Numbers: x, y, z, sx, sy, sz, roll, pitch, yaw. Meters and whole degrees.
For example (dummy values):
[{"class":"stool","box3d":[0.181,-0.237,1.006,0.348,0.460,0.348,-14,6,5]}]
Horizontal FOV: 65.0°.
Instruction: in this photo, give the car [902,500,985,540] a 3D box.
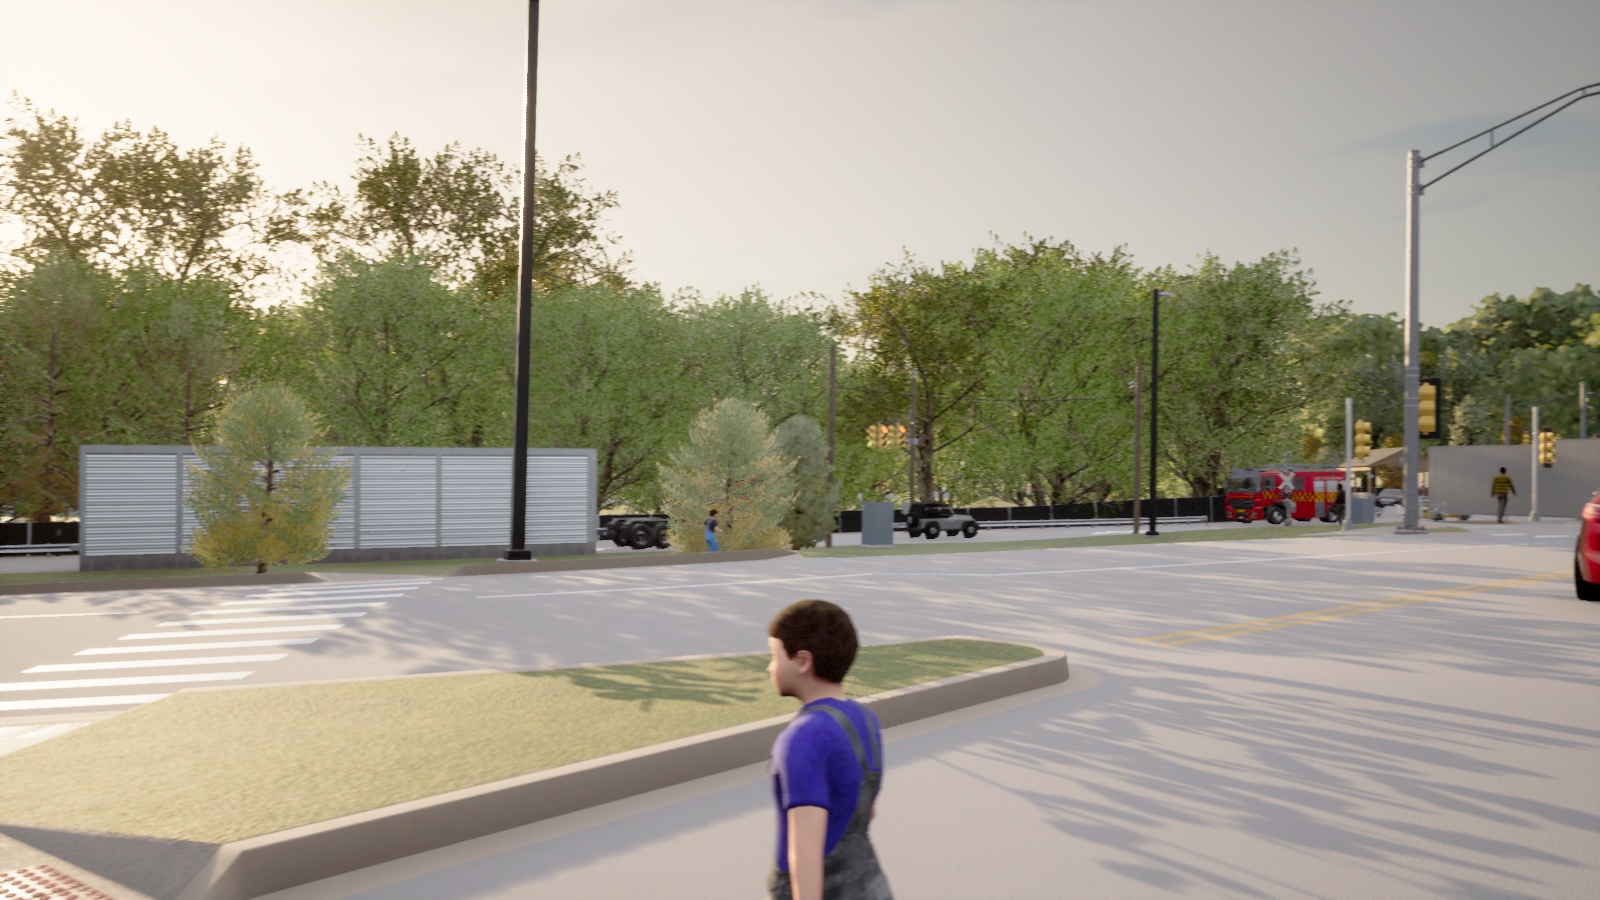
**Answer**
[{"class":"car","box3d":[7.409,3.587,64.936,3.866,1.878,1.905,0,-1,-27]}]

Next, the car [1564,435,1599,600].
[{"class":"car","box3d":[10.126,0.684,14.012,2.242,1.667,4.611,-1,-1,37]}]

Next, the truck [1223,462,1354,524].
[{"class":"truck","box3d":[31.457,2.695,80.854,8.468,3.827,2.891,0,-1,-27]}]

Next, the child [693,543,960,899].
[{"class":"child","box3d":[0.046,0.826,2.455,0.437,1.263,0.270,0,-2,37]}]

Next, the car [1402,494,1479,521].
[{"class":"car","box3d":[42.039,3.738,82.426,5.366,1.575,1.801,0,0,-29]}]

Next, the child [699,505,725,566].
[{"class":"child","box3d":[-1.862,1.799,26.562,0.437,1.263,0.270,2,-2,-29]}]

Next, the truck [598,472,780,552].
[{"class":"truck","box3d":[-5.145,2.789,58.572,7.936,3.462,2.891,0,-1,-28]}]

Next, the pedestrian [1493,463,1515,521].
[{"class":"pedestrian","box3d":[22.412,1.333,39.963,0.709,1.840,0.431,3,-2,-45]}]

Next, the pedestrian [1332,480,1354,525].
[{"class":"pedestrian","box3d":[22.293,2.145,51.596,0.431,1.840,0.703,3,-2,-43]}]
